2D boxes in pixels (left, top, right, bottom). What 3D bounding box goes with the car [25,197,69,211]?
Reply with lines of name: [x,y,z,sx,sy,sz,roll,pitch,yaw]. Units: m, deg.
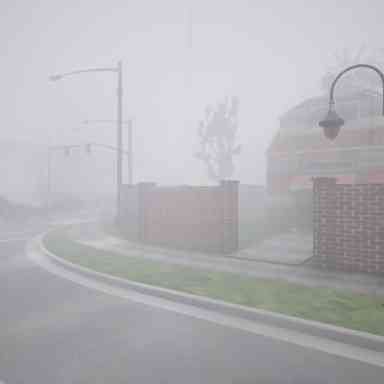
car: [-17.679,1.397,40.809,1.812,1.442,4.674,0,1,37]

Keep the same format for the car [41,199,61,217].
car: [-13.973,1.541,27.958,1.895,1.301,4.718,0,0,37]

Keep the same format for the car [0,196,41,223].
car: [-13.686,1.184,22.514,2.150,2.045,5.566,0,0,38]

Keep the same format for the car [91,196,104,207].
car: [-12.279,1.268,47.955,1.837,1.490,4.892,0,1,37]

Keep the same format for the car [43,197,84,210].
car: [-14.949,1.373,38.621,1.837,1.490,4.892,0,1,36]

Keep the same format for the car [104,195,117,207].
car: [-9.369,1.285,46.006,1.812,1.442,4.674,0,1,37]
